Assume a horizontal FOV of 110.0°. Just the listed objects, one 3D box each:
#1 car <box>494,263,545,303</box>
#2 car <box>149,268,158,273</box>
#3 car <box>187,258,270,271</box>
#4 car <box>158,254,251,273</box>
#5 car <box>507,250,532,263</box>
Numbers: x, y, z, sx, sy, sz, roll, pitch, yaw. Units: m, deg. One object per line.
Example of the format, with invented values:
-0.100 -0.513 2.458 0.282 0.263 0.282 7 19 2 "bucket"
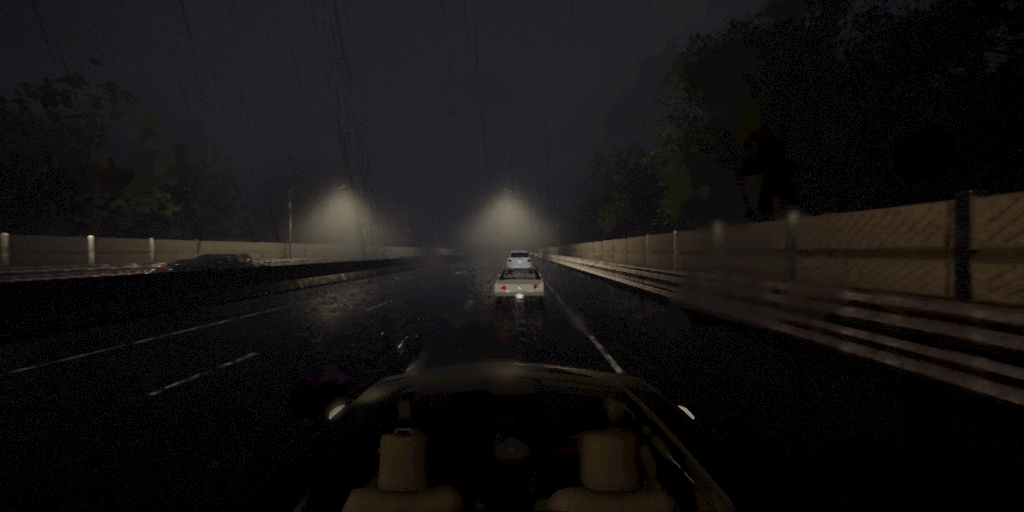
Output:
0.328 1.149 15.327 1.895 1.301 4.718 -1 1 1 "car"
-24.120 0.997 26.668 2.097 1.767 4.553 -1 1 1 "car"
-17.203 1.119 22.788 2.128 1.511 4.902 -1 1 1 "car"
-20.656 0.854 25.029 2.150 2.045 5.566 -1 1 1 "car"
0.702 0.511 33.009 2.150 2.045 5.566 -1 1 1 "car"
